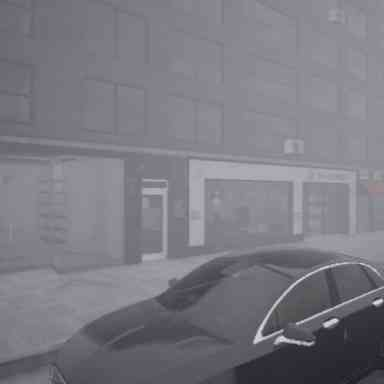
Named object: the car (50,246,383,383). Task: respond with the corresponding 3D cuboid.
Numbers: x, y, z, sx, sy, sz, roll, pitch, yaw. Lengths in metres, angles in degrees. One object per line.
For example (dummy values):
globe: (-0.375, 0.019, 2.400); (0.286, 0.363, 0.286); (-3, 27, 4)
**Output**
car: (0.913, 1.507, 4.030); (4.892, 1.490, 1.837); (0, 0, -35)
